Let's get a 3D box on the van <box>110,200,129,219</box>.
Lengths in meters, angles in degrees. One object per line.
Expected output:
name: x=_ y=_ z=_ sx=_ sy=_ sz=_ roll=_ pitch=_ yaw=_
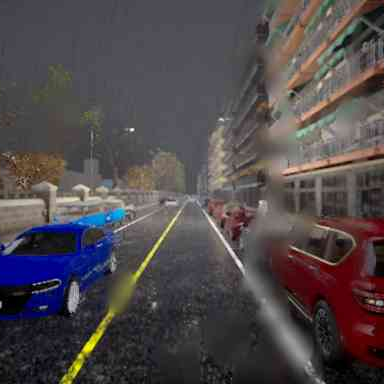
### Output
van: x=-5.683 y=1.411 z=22.667 sx=1.690 sy=1.788 sz=3.998 roll=0 pitch=0 yaw=0

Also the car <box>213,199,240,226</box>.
car: x=2.697 y=1.510 z=22.665 sx=1.967 sy=1.590 sz=4.097 roll=0 pitch=0 yaw=0

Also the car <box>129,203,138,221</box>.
car: x=-5.682 y=1.641 z=28.297 sx=2.008 sy=1.369 sz=4.403 roll=0 pitch=0 yaw=0

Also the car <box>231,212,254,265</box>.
car: x=2.694 y=1.583 z=11.406 sx=2.008 sy=1.369 sz=4.403 roll=0 pitch=0 yaw=0

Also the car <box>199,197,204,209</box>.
car: x=2.363 y=1.701 z=49.635 sx=1.812 sy=1.442 sz=4.674 roll=0 pitch=0 yaw=0

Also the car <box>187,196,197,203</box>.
car: x=0.018 y=1.681 z=69.051 sx=1.895 sy=1.301 sz=4.718 roll=0 pitch=0 yaw=0

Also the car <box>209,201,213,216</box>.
car: x=2.698 y=1.672 z=28.296 sx=1.802 sy=1.307 sz=4.206 roll=0 pitch=0 yaw=0

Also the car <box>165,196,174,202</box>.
car: x=-5.669 y=1.770 z=84.598 sx=1.967 sy=1.590 sz=4.097 roll=0 pitch=0 yaw=0

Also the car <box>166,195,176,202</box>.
car: x=-5.669 y=1.676 z=90.230 sx=2.192 sy=1.841 sz=5.009 roll=0 pitch=0 yaw=0

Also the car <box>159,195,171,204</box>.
car: x=-5.673 y=1.817 z=67.710 sx=1.947 sy=1.339 sz=4.313 roll=0 pitch=0 yaw=0

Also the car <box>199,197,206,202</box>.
car: x=2.712 y=1.942 z=90.226 sx=1.802 sy=1.307 sz=4.206 roll=0 pitch=0 yaw=0

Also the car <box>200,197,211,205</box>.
car: x=2.708 y=1.795 z=67.708 sx=1.887 sy=1.381 sz=4.507 roll=0 pitch=0 yaw=0

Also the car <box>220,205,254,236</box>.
car: x=2.696 y=1.596 z=17.036 sx=1.887 sy=1.381 sz=4.507 roll=0 pitch=0 yaw=0

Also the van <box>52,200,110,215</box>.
van: x=-5.684 y=1.392 z=17.038 sx=1.690 sy=1.788 sz=3.998 roll=0 pitch=0 yaw=0

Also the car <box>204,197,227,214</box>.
car: x=2.700 y=1.427 z=33.926 sx=2.192 sy=1.841 sz=5.009 roll=0 pitch=0 yaw=0

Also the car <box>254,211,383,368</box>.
car: x=2.694 y=1.332 z=5.776 sx=2.192 sy=1.841 sz=5.009 roll=0 pitch=0 yaw=0

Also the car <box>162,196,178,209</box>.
car: x=-3.060 y=1.704 z=50.110 sx=1.812 sy=1.442 sz=4.674 roll=0 pitch=0 yaw=0

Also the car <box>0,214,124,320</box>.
car: x=-3.098 y=1.500 z=7.725 sx=1.882 sy=1.535 sz=5.008 roll=0 pitch=0 yaw=0

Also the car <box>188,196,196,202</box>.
car: x=0.022 y=1.809 z=87.567 sx=1.895 sy=1.301 sz=4.718 roll=0 pitch=0 yaw=0

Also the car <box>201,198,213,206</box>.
car: x=2.706 y=1.778 z=62.077 sx=2.008 sy=1.369 sz=4.403 roll=0 pitch=0 yaw=0
